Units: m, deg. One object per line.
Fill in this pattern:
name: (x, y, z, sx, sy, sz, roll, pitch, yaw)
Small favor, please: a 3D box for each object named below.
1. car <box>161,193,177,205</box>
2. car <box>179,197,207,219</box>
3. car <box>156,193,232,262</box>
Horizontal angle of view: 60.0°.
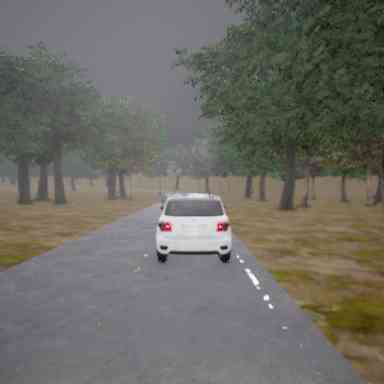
car: (-3.084, 0.879, 45.041, 1.812, 1.442, 4.674, 0, 1, 0)
car: (0.073, 1.157, 26.340, 2.033, 1.411, 5.357, 0, 1, 0)
car: (0.055, 1.041, 11.430, 2.150, 2.045, 5.566, 0, 1, 0)
